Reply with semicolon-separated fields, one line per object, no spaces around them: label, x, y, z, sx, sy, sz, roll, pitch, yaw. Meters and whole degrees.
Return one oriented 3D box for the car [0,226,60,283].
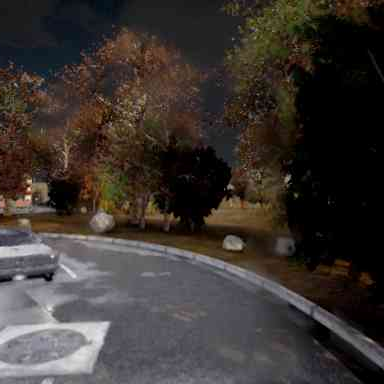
car;-5.260;1.672;9.322;1.895;1.301;4.718;1;-1;-38
